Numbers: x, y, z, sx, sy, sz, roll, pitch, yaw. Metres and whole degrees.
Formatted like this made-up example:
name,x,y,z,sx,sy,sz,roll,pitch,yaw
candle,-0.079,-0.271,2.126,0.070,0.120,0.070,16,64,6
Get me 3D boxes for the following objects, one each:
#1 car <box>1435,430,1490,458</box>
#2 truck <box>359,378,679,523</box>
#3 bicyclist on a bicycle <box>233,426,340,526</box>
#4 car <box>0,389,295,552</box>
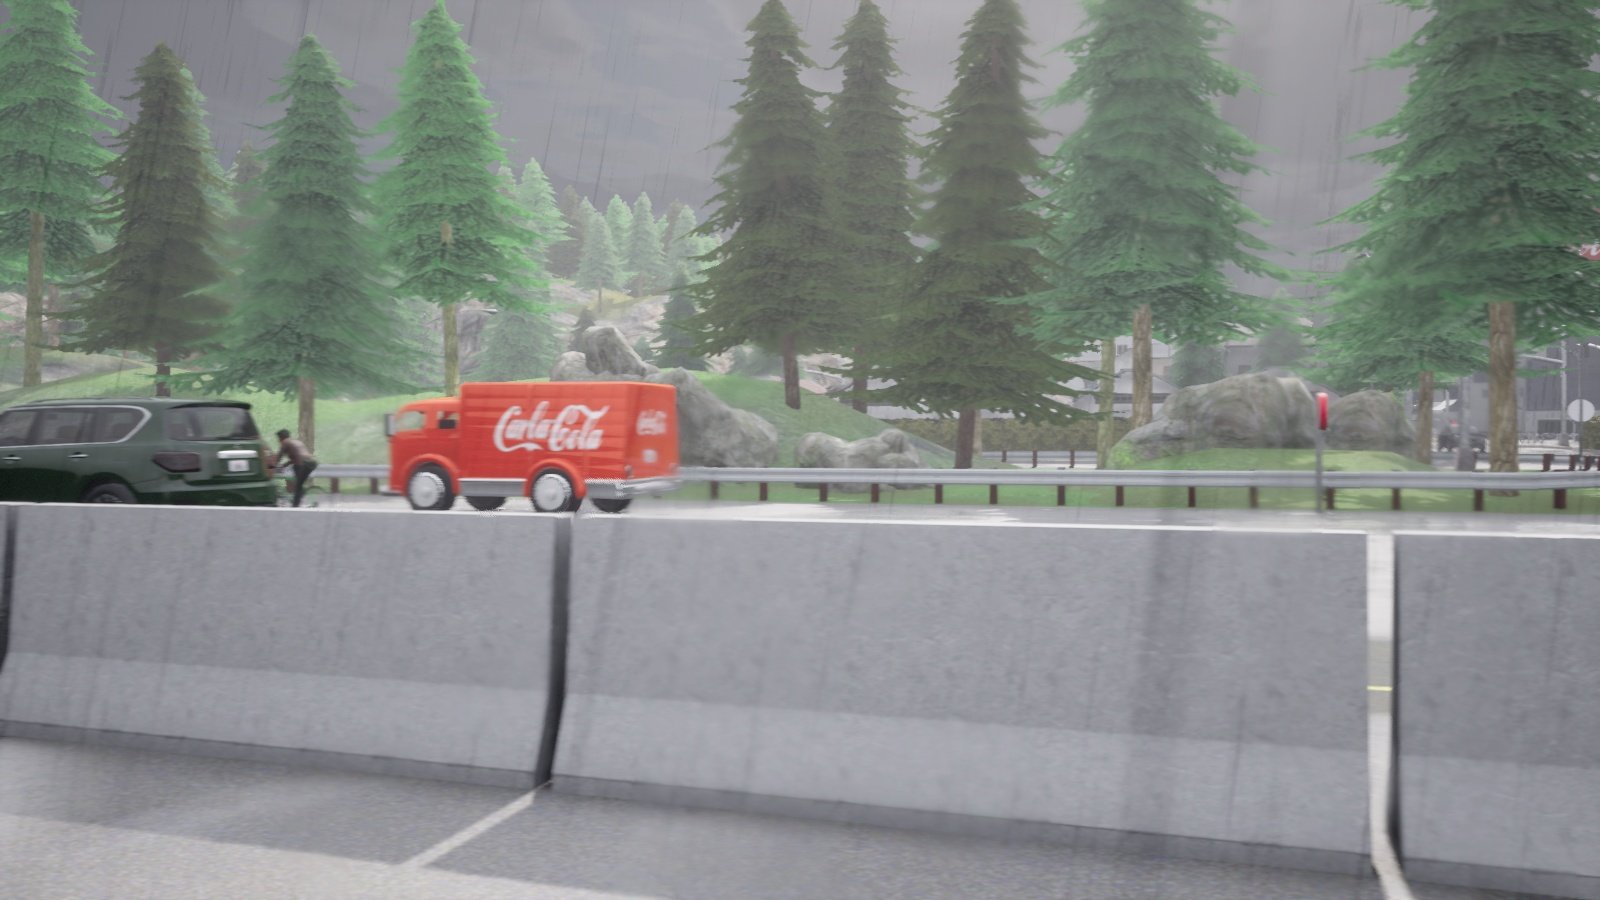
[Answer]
name,x,y,z,sx,sy,sz,roll,pitch,yaw
car,36.792,-0.347,69.822,1.837,1.490,4.892,1,1,17
truck,-5.183,-0.050,23.392,5.204,2.467,2.627,1,1,19
bicyclist on a bicycle,-8.508,0.414,20.809,1.656,1.620,0.582,0,1,19
car,-10.155,0.223,17.682,5.566,2.045,2.150,0,1,19
